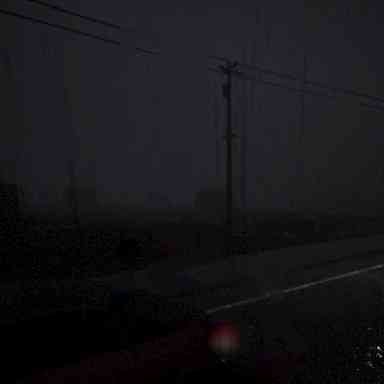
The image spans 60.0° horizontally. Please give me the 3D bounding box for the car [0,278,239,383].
[{"bbox_3d":[-1.601,1.565,2.842,4.181,1.385,1.994,0,0,-35],"label":"car"}]
